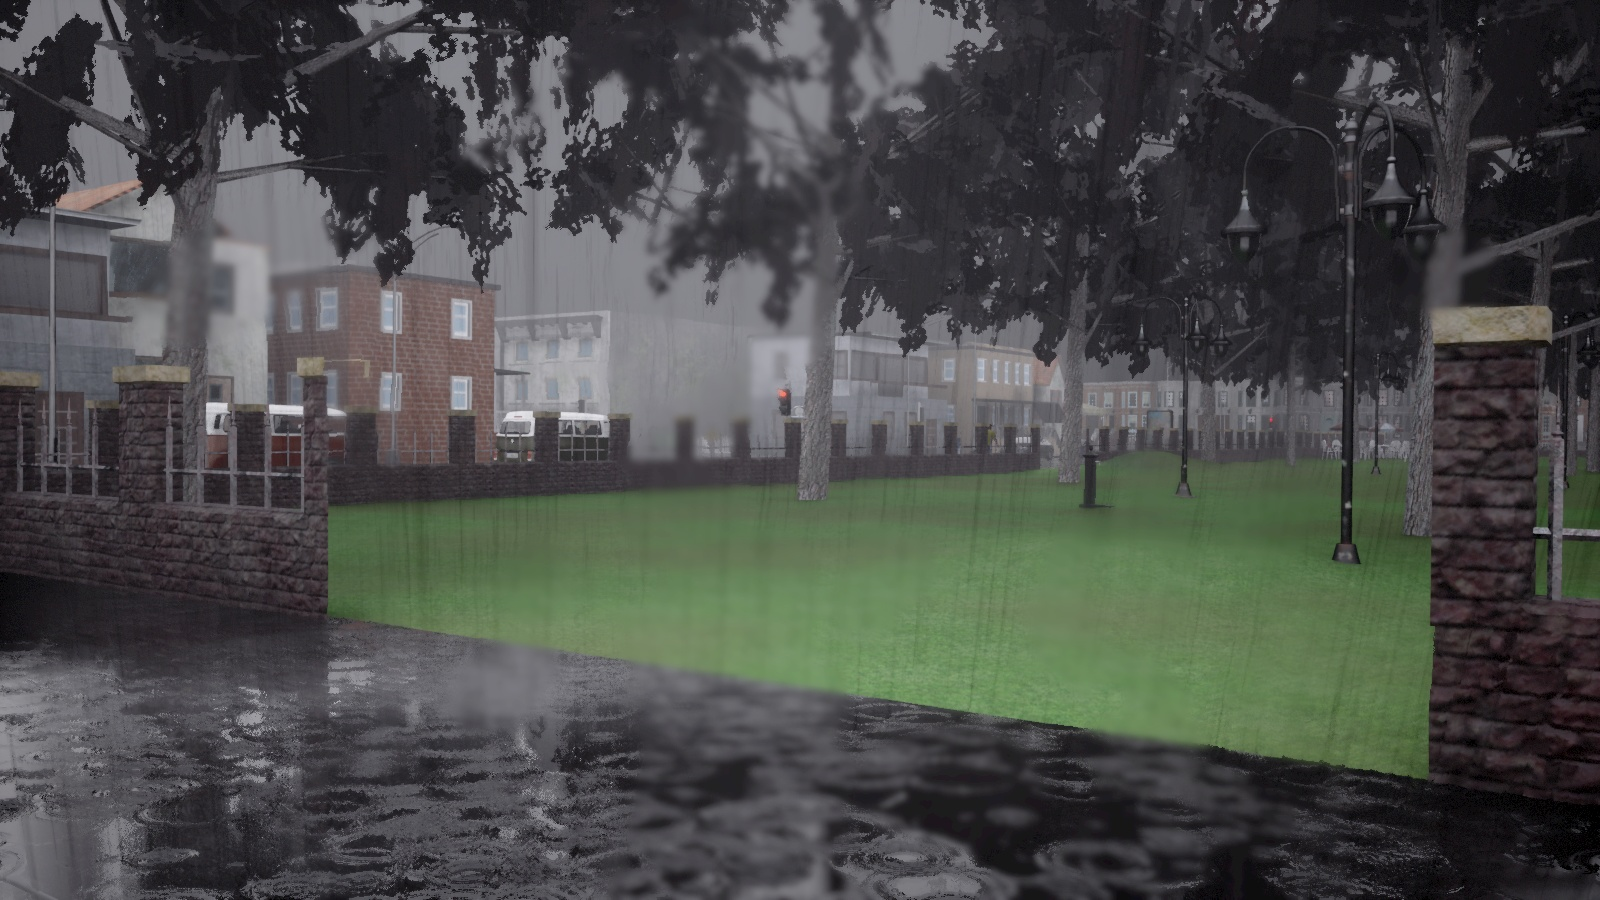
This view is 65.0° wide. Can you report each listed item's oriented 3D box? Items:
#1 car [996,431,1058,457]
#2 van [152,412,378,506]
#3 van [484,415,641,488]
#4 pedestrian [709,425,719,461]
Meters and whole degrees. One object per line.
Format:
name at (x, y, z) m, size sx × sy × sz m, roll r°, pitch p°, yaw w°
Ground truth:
car at (13.397, -0.373, 73.902) m, size 1.812 × 1.442 × 4.674 m, roll 0°, pitch 1°, yaw 35°
van at (-12.479, 0.164, 29.562) m, size 2.069 × 2.038 × 4.480 m, roll 0°, pitch 1°, yaw 33°
van at (-7.002, 0.007, 37.457) m, size 2.069 × 2.038 × 4.480 m, roll 0°, pitch 1°, yaw 33°
pedestrian at (-4.410, -0.355, 64.223) m, size 0.431 × 1.840 × 0.709 m, roll -1°, pitch 1°, yaw 0°
